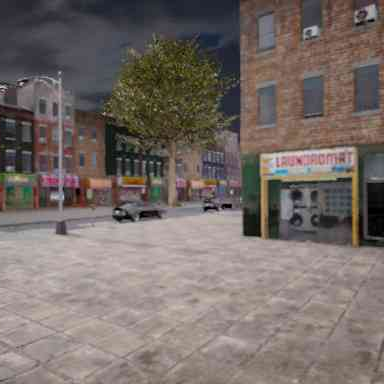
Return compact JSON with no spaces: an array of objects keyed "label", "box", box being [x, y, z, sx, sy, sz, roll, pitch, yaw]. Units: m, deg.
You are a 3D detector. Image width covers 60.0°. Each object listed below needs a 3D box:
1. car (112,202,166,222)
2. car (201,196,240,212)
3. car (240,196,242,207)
[{"label":"car","box":[-3.654,1.316,23.259,1.947,1.339,4.313,0,1,35]},{"label":"car","box":[2.563,1.161,32.095,1.947,1.339,4.313,0,1,35]},{"label":"car","box":[5.671,1.101,36.514,1.802,1.307,4.206,0,1,35]}]
